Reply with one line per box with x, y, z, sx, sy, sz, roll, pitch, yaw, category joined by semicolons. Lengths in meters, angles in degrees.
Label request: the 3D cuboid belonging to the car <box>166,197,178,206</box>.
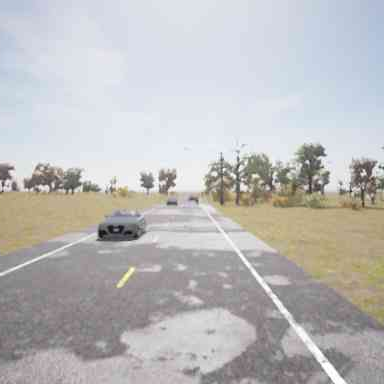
-3.531;1.612;59.063;1.882;1.535;5.008;0;0;1;car

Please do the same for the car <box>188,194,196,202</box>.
0.008;1.623;81.467;1.837;1.490;4.892;0;0;0;car

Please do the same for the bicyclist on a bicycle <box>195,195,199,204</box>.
0.969;1.520;65.296;0.659;1.776;1.843;0;0;0;bicyclist on a bicycle

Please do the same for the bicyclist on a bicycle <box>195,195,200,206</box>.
0.968;1.566;56.509;0.866;1.612;1.509;0;-1;0;bicyclist on a bicycle

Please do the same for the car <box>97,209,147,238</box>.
-3.597;1.602;17.693;1.994;1.385;4.181;0;0;0;car
